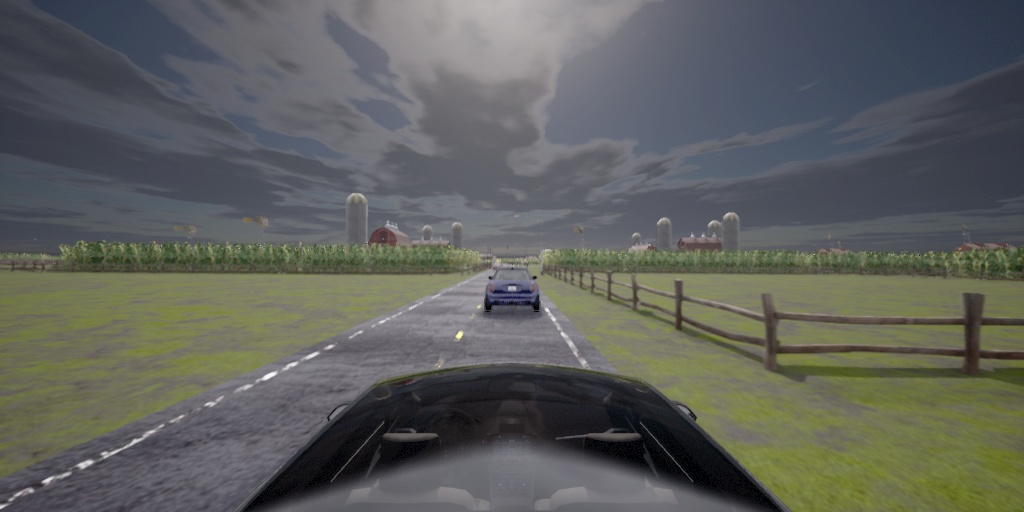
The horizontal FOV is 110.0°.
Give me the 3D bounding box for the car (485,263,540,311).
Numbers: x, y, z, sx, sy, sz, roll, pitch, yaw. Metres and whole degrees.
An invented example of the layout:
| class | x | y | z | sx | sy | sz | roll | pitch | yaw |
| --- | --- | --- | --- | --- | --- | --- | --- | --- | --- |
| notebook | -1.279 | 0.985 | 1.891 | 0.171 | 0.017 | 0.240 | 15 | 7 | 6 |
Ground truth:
| class | x | y | z | sx | sy | sz | roll | pitch | yaw |
| --- | --- | --- | --- | --- | --- | --- | --- | --- | --- |
| car | 0.027 | 1.238 | 15.315 | 2.097 | 1.767 | 4.553 | 0 | -1 | 1 |
